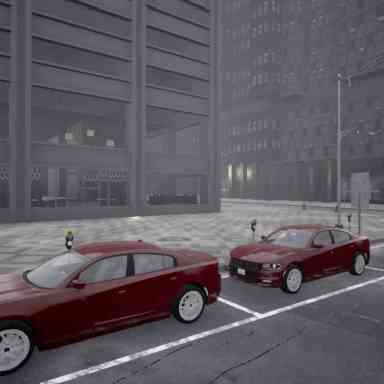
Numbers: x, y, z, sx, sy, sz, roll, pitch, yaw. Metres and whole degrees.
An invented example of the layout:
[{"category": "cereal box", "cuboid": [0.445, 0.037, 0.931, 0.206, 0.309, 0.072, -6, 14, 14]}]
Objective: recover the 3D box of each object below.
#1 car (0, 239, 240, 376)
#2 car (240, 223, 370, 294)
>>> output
[{"category": "car", "cuboid": [-1.550, 1.545, 5.565, 4.507, 1.381, 1.887, 0, 0, -36]}, {"category": "car", "cuboid": [2.937, 1.545, 8.789, 4.507, 1.381, 1.887, 0, 0, -36]}]
